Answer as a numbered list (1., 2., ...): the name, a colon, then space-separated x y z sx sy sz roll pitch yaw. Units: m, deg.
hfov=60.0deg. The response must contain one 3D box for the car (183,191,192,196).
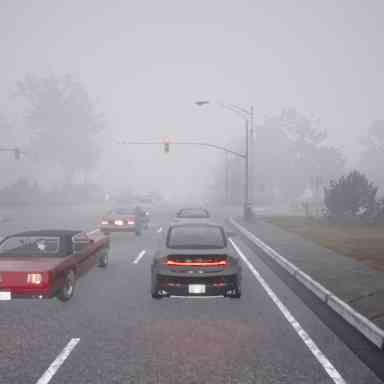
1. car: -1.441 0.456 95.186 2.033 1.411 5.357 0 1 -7

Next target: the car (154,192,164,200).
1. car: -7.250 0.869 73.715 1.882 1.535 5.008 0 1 -1

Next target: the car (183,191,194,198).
1. car: -0.687 0.775 85.309 1.994 1.385 4.181 0 1 -4

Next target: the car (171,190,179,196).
1. car: -4.921 0.275 94.818 2.097 1.767 4.553 0 1 -7

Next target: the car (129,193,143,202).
1. car: -10.687 0.981 63.755 1.882 1.535 5.008 0 1 0

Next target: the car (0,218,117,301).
1. car: -3.415 1.570 8.209 1.895 1.301 4.718 0 0 0

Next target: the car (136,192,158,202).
1. car: -7.202 1.146 53.350 2.033 1.411 5.357 0 0 0

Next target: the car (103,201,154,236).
1. car: -3.449 1.441 17.798 2.033 1.411 5.357 0 0 -1

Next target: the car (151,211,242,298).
1. car: 0.086 1.472 8.390 1.837 1.490 4.892 0 0 0

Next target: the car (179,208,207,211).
1. car: 0.076 1.495 17.703 1.895 1.301 4.718 0 0 0

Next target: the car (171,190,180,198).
1. car: -4.159 0.756 84.771 2.128 1.511 4.902 0 1 -4

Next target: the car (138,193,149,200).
1. car: -10.755 0.984 73.841 1.895 1.301 4.718 0 1 -1

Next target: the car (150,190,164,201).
1. car: -7.177 0.727 63.524 2.150 2.045 5.566 0 1 -1

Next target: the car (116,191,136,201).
1. car: -10.701 0.816 53.868 2.150 2.045 5.566 0 0 0

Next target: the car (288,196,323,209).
1. car: 13.659 1.214 38.436 4.902 1.511 2.128 0 0 -3

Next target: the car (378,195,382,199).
1. car: 23.743 0.939 39.026 5.566 2.045 2.150 0 0 -4
